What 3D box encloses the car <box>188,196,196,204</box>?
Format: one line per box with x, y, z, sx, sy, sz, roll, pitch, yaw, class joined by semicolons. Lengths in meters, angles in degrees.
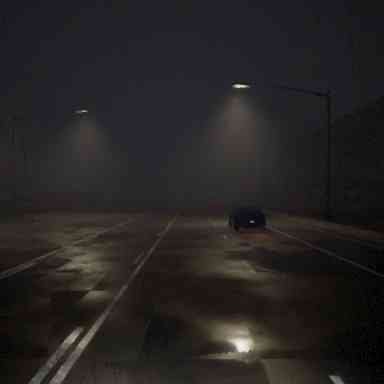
-0.003;1.828;72.228;2.033;1.411;5.357;0;1;0;car

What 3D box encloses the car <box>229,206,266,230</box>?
3.599;1.658;22.363;1.882;1.535;5.008;0;0;0;car

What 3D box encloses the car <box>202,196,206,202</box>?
3.498;1.676;82.063;1.812;1.442;4.674;0;1;0;car

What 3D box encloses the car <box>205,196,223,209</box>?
3.598;1.747;52.295;2.097;1.767;4.553;0;0;0;car

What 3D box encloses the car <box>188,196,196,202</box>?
-0.003;1.671;82.395;1.812;1.442;4.674;0;1;0;car
